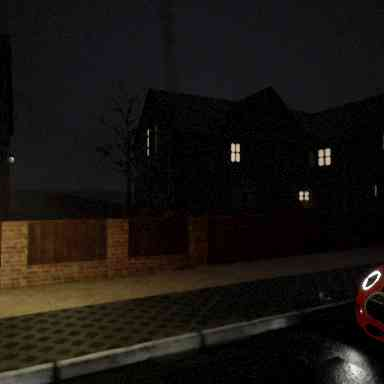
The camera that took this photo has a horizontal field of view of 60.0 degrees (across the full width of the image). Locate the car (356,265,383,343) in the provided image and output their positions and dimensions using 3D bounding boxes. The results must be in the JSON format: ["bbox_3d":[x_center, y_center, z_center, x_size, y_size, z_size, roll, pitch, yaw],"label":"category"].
[{"bbox_3d":[4.771,1.340,5.204,4.553,1.767,2.097,0,0,-26],"label":"car"}]
